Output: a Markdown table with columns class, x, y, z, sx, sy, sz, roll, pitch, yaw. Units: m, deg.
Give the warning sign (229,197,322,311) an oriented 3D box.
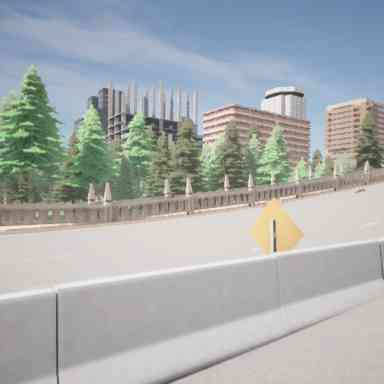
| class | x | y | z | sx | sy | sz | roll | pitch | yaw |
| --- | --- | --- | --- | --- | --- | --- | --- | --- | --- |
| warning sign | 1.541 | 1.048 | 6.297 | 1.060 | 1.860 | 1.300 | 1 | -2 | -35 |
